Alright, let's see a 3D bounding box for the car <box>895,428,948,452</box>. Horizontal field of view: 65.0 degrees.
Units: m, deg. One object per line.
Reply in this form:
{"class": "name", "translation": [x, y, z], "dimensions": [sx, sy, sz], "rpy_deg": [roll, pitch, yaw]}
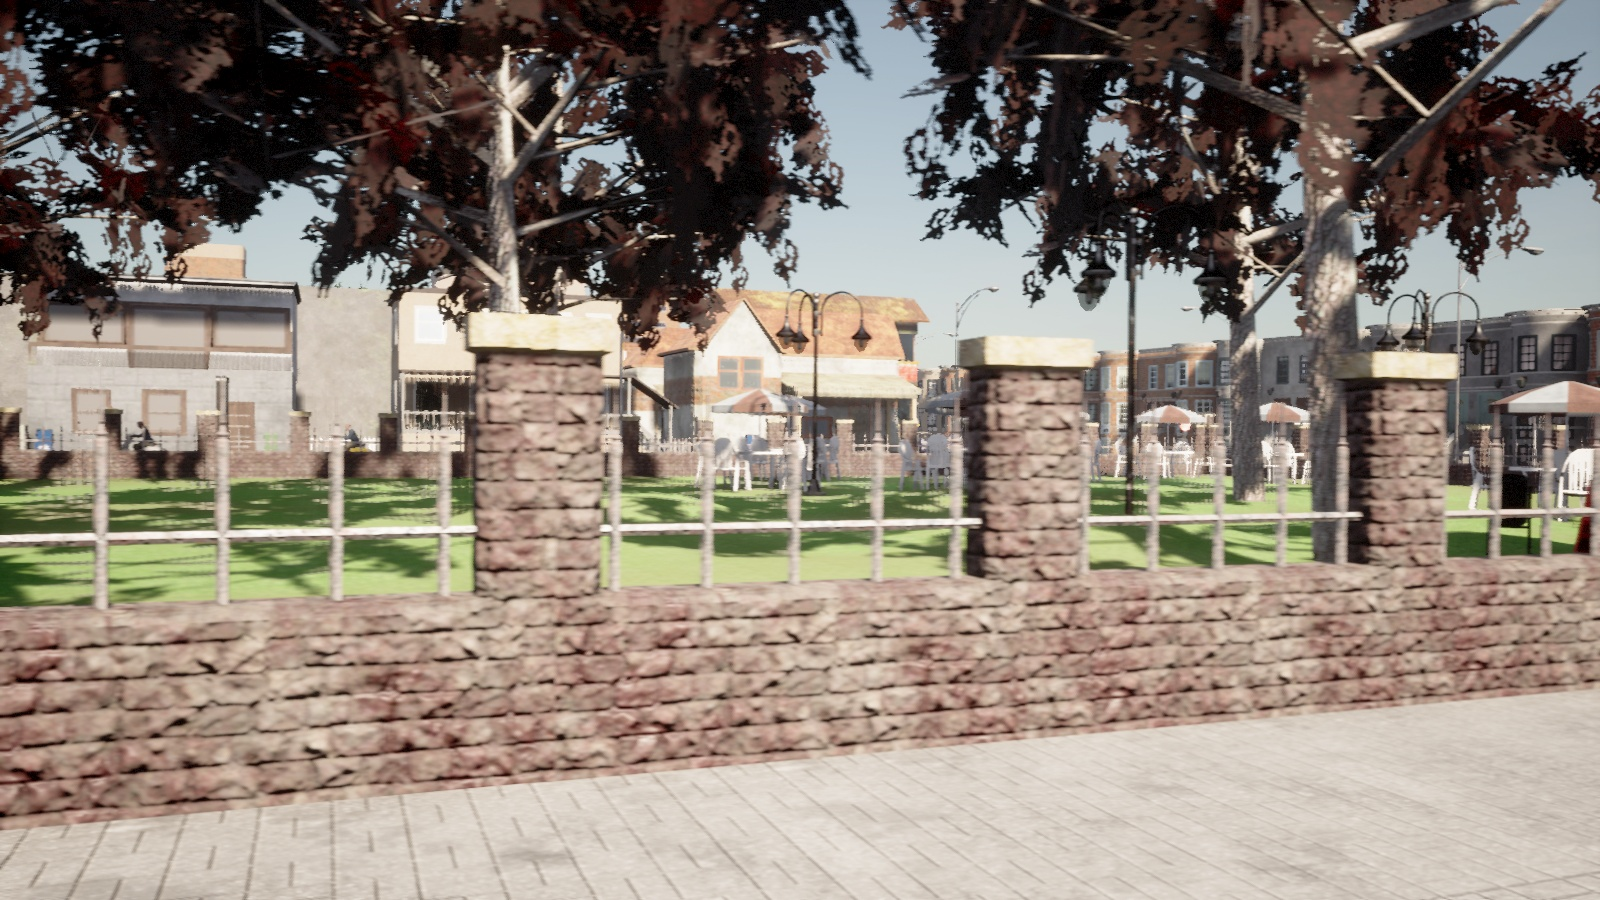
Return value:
{"class": "car", "translation": [7.957, -0.659, 82.505], "dimensions": [1.970, 1.475, 3.806], "rpy_deg": [-1, 1, -21]}

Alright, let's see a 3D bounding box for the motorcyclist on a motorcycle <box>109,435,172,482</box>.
{"class": "motorcyclist on a motorcycle", "translation": [-22.833, 0.289, 43.532], "dimensions": [1.817, 1.590, 0.866], "rpy_deg": [-1, 1, -21]}
